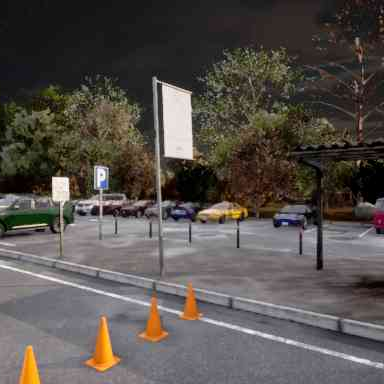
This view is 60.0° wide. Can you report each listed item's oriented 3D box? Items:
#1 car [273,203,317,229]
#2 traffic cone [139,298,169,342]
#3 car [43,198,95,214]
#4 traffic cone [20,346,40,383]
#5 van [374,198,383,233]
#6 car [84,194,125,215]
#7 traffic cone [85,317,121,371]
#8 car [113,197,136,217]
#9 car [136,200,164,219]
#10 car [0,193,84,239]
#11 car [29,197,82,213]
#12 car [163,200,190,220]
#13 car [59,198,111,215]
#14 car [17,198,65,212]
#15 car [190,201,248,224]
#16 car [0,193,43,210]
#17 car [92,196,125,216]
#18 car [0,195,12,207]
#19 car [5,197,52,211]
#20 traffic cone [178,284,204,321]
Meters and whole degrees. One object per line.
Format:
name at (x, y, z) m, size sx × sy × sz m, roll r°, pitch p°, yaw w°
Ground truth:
car at (7.019, 1.512, 22.087) m, size 2.163 × 1.488 × 4.792 m, roll 0°, pitch 0°, yaw 35°
traffic cone at (-0.596, 1.956, 5.207) m, size 0.340 × 0.580 × 0.340 m, roll 0°, pitch 0°, yaw 35°
car at (-13.398, 1.451, 36.484) m, size 2.097 × 1.535 × 5.008 m, roll 0°, pitch 0°, yaw 35°
traffic cone at (-1.747, 1.956, 3.575) m, size 0.340 × 0.580 × 0.340 m, roll 0°, pitch 0°, yaw 35°
van at (11.642, 1.263, 19.012) m, size 1.878 × 1.987 × 4.442 m, roll 0°, pitch 0°, yaw 35°
car at (-8.870, 1.209, 33.269) m, size 2.435 × 2.045 × 5.566 m, roll 0°, pitch 0°, yaw 35°
traffic cone at (-1.171, 1.956, 4.391) m, size 0.340 × 0.580 × 0.340 m, roll 0°, pitch 0°, yaw 35°
car at (-4.310, 1.467, 30.102) m, size 2.097 × 1.535 × 5.008 m, roll 0°, pitch 0°, yaw 35°
car at (-2.040, 1.471, 28.506) m, size 2.231 × 1.521 × 4.892 m, roll 0°, pitch 0°, yaw 35°
car at (-8.876, 1.219, 17.280) m, size 2.435 × 2.045 × 5.566 m, roll 0°, pitch 0°, yaw 35°
car at (-15.559, 1.440, 38.238) m, size 1.946 × 1.575 × 5.366 m, roll 0°, pitch 0°, yaw 35°
car at (0.243, 1.503, 26.927) m, size 2.163 × 1.488 × 4.792 m, roll 0°, pitch 0°, yaw 35°
car at (-11.126, 1.458, 34.885) m, size 2.231 × 1.521 × 4.892 m, roll 0°, pitch 0°, yaw 35°
car at (-17.950, 1.465, 39.658) m, size 2.163 × 1.488 × 4.792 m, roll 0°, pitch 0°, yaw 35°
car at (2.389, 1.473, 25.155) m, size 1.946 × 1.575 × 5.366 m, roll 0°, pitch 0°, yaw 35°
car at (-22.493, 1.149, 42.856) m, size 2.435 × 2.045 × 5.566 m, roll 0°, pitch 0°, yaw 35°
car at (-6.581, 1.463, 31.700) m, size 2.097 × 1.535 × 5.008 m, roll 0°, pitch 0°, yaw 35°
car at (-29.181, 1.327, 47.825) m, size 1.946 × 1.575 × 5.366 m, roll 1°, pitch 0°, yaw 35°
car at (-20.192, 1.448, 41.307) m, size 2.163 × 1.488 × 4.792 m, roll 0°, pitch 0°, yaw 35°
traffic cone at (-0.020, 1.956, 6.023) m, size 0.340 × 0.580 × 0.340 m, roll 0°, pitch 0°, yaw 36°
